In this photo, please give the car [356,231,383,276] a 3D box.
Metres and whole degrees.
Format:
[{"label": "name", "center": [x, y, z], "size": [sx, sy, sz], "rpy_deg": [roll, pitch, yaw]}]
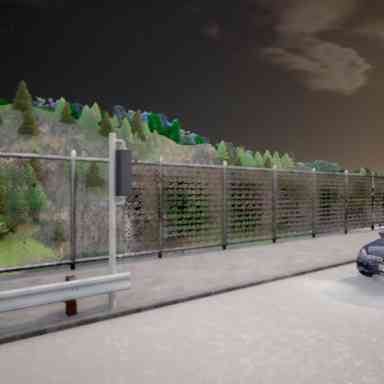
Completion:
[{"label": "car", "center": [6.437, 1.533, 9.186], "size": [4.674, 1.442, 1.812], "rpy_deg": [0, 0, -36]}]
